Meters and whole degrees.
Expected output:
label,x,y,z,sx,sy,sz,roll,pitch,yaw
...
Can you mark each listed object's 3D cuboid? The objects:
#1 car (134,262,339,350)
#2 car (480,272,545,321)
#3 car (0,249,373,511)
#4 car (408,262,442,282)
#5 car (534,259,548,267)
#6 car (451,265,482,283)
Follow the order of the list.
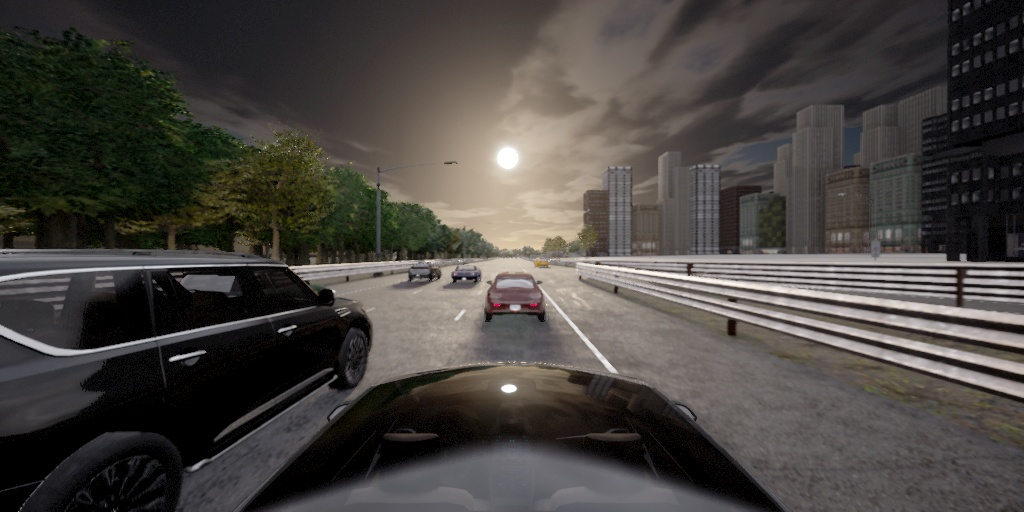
label,x,y,z,sx,sy,sz,roll,pitch,yaw
car,-6.902,1.100,9.821,2.097,1.767,4.553,0,0,0
car,0.087,1.272,12.332,1.812,1.442,4.674,0,0,0
car,-3.401,0.971,3.659,2.150,2.045,5.566,0,0,0
car,-6.901,1.218,28.767,2.128,1.511,4.902,0,0,0
car,5.170,1.233,64.761,1.882,1.535,5.008,0,0,-7
car,-3.402,1.329,27.720,1.895,1.301,4.718,0,0,0
